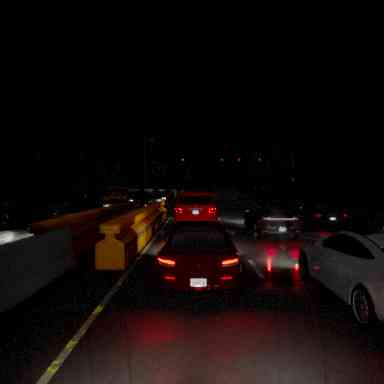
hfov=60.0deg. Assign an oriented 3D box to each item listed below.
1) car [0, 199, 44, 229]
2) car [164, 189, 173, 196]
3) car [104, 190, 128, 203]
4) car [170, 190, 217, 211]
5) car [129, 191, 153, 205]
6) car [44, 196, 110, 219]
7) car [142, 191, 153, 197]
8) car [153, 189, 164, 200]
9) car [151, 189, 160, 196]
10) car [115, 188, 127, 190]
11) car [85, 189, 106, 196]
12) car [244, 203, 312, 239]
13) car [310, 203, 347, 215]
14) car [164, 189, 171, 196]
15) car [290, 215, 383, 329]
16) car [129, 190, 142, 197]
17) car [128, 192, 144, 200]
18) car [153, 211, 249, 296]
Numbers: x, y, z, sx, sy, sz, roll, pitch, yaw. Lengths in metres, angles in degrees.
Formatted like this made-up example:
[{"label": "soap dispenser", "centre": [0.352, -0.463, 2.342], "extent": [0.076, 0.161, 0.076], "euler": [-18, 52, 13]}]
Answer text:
[{"label": "car", "centre": [-10.488, 1.210, 19.701], "extent": [1.882, 1.535, 5.008], "euler": [0, 1, 0]}, {"label": "car", "centre": [-6.338, 0.016, 90.060], "extent": [2.097, 1.767, 4.553], "euler": [0, 1, 0]}, {"label": "car", "centre": [-10.281, 0.812, 46.026], "extent": [1.882, 1.535, 5.008], "euler": [0, 1, 0]}, {"label": "car", "centre": [0.194, 0.981, 17.887], "extent": [2.150, 2.045, 5.566], "euler": [0, 1, 0]}, {"label": "car", "centre": [-6.794, 0.865, 44.397], "extent": [1.837, 1.490, 4.892], "euler": [0, 1, 0]}, {"label": "car", "centre": [-6.979, 1.208, 20.822], "extent": [2.128, 1.511, 4.902], "euler": [0, 1, 0]}, {"label": "car", "centre": [-9.957, 0.452, 74.827], "extent": [1.994, 1.385, 4.181], "euler": [0, 1, 0]}, {"label": "car", "centre": [-6.643, 0.651, 59.939], "extent": [1.812, 1.442, 4.674], "euler": [0, 1, 0]}, {"label": "car", "centre": [-9.838, 0.018, 89.985], "extent": [2.097, 1.767, 4.553], "euler": [0, 1, 0]}, {"label": "car", "centre": [-13.589, 0.296, 63.238], "extent": [2.150, 2.045, 5.566], "euler": [0, 1, 1]}, {"label": "car", "centre": [-13.764, 0.527, 48.021], "extent": [2.150, 2.045, 5.566], "euler": [0, 1, 0]}, {"label": "car", "centre": [3.685, 1.281, 15.904], "extent": [2.128, 1.511, 4.902], "euler": [0, 1, 0]}, {"label": "car", "centre": [7.208, 1.306, 18.990], "extent": [1.994, 1.385, 4.181], "euler": [0, 1, 0]}, {"label": "car", "centre": [-6.457, 0.426, 74.768], "extent": [2.128, 1.511, 4.902], "euler": [0, 1, 0]}, {"label": "car", "centre": [3.625, 1.455, 6.656], "extent": [1.812, 1.442, 4.674], "euler": [0, 1, 0]}, {"label": "car", "centre": [-13.424, 0.375, 79.111], "extent": [2.033, 1.411, 5.357], "euler": [0, 1, 0]}, {"label": "car", "centre": [-10.136, 0.679, 60.516], "extent": [1.994, 1.385, 4.181], "euler": [0, 1, 1]}, {"label": "car", "centre": [0.136, 1.430, 8.290], "extent": [1.812, 1.442, 4.674], "euler": [0, 1, 0]}]
